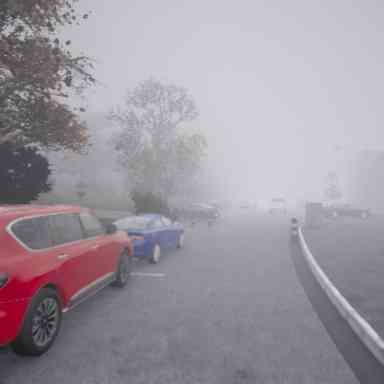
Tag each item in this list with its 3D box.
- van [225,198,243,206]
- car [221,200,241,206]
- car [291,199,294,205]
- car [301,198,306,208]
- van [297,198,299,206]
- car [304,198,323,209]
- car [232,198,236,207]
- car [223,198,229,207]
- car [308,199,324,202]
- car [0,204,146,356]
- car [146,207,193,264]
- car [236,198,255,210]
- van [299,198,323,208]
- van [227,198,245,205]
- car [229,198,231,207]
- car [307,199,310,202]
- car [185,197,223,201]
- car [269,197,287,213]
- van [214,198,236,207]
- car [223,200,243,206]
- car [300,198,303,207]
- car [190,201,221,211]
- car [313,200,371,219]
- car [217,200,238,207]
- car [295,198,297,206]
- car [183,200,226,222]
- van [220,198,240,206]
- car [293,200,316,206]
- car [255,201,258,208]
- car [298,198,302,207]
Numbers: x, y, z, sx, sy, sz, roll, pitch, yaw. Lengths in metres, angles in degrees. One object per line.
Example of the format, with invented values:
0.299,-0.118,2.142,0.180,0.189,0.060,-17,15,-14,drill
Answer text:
11.075,2.589,88.072,4.442,1.987,1.878,0,-1,-5,van
9.678,2.730,82.394,4.674,1.452,2.002,0,-2,-5,car
26.905,2.391,77.740,5.566,2.045,2.435,1,-1,-5,car
19.344,2.106,49.377,4.892,1.521,2.231,1,-1,-5,car
22.993,2.131,63.547,4.442,1.987,1.878,1,-1,-5,van
18.011,2.005,43.736,5.366,1.575,1.946,1,-1,-5,car
5.905,2.406,68.166,4.892,1.521,2.231,-1,-1,-5,car
3.656,2.124,59.639,4.553,1.767,2.185,-1,-1,-5,car
16.327,1.907,38.042,4.892,1.521,2.231,1,0,-5,car
-2.875,1.242,6.328,2.435,2.045,5.566,0,0,8,car
-1.687,1.526,12.203,2.097,1.535,5.008,0,0,14,car
8.832,2.191,54.538,1.837,1.490,4.892,0,-1,15,car
24.731,2.245,69.246,4.442,1.987,1.878,1,-1,-5,van
12.064,2.650,90.947,4.442,1.987,1.878,0,-2,-5,van
4.355,2.331,62.474,4.792,1.488,2.163,-1,-1,-5,car
17.076,1.995,40.877,4.674,1.452,2.002,1,-1,-5,car
1.384,1.849,51.110,5.566,2.045,2.435,-1,-1,-5,car
11.909,1.770,46.072,2.150,2.045,5.566,0,-1,15,car
7.292,2.291,73.850,4.442,1.987,1.878,0,-1,-5,van
10.432,2.791,85.241,4.674,1.452,2.002,0,-2,-5,car
20.059,2.184,52.214,4.792,1.488,2.163,1,-1,-5,car
2.086,2.180,53.936,4.792,1.488,2.163,-1,-1,-5,car
14.811,1.807,32.379,4.892,1.521,2.231,1,-1,-5,car
8.170,2.611,76.698,4.674,1.452,2.002,-1,-1,-5,car
23.852,2.413,66.395,5.008,1.535,2.097,1,-1,-5,car
0.159,1.669,27.720,4.674,1.442,1.812,-1,-3,42,car
9.036,2.404,79.569,4.442,1.987,1.878,0,-2,-5,van
30.072,2.892,89.086,5.366,1.575,1.946,1,-1,-5,car
12.828,2.496,69.335,2.033,1.411,5.357,0,-1,15,car
20.849,2.206,55.053,4.892,1.521,2.231,1,-1,-5,car
